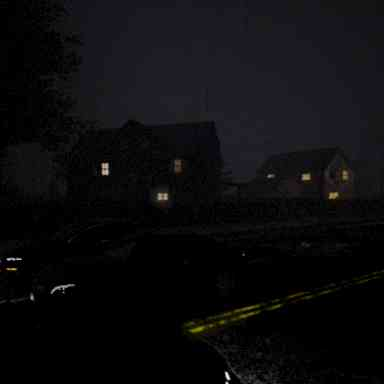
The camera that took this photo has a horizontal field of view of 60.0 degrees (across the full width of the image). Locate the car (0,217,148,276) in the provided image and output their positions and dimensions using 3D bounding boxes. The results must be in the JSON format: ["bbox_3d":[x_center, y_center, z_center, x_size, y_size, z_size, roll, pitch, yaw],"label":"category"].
[{"bbox_3d":[-2.791,1.525,9.681,4.892,1.490,1.837,0,0,-36],"label":"car"}]

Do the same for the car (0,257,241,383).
[{"bbox_3d":[-1.575,1.564,2.314,4.181,1.385,1.994,0,0,-36],"label":"car"}]

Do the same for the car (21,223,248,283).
[{"bbox_3d":[-0.845,1.546,7.077,4.674,1.442,1.812,0,0,-36],"label":"car"}]
